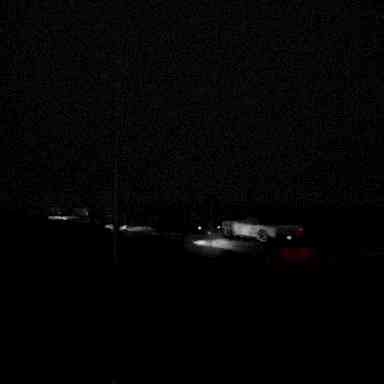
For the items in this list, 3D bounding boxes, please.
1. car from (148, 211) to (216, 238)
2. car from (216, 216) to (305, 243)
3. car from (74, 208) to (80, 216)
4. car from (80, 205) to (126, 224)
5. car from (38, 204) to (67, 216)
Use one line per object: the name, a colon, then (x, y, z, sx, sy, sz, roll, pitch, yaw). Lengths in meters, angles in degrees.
car: (-0.596, 1.828, 19.778, 2.033, 1.411, 5.357, 2, -2, -38)
car: (3.575, 1.914, 17.843, 1.895, 1.301, 4.718, 2, -2, -30)
car: (-11.857, 2.165, 38.214, 1.895, 1.301, 4.718, 2, -2, -41)
car: (-7.391, 1.877, 28.418, 2.128, 1.511, 4.902, 2, -2, -39)
car: (-16.298, 2.107, 38.942, 1.895, 1.301, 4.718, 2, -2, -41)
